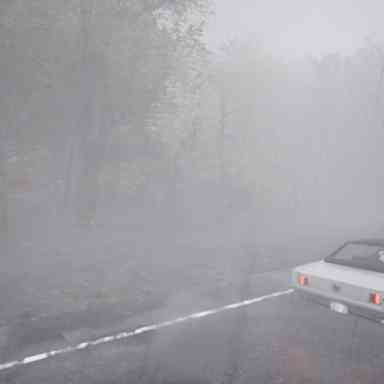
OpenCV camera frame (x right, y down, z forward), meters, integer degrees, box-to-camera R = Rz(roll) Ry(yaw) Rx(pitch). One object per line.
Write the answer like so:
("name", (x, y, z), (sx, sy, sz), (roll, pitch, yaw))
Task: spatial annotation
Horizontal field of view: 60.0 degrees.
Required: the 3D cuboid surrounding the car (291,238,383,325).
("car", (4.230, 1.622, 6.760), (4.718, 1.301, 1.895), (0, 0, -35))
